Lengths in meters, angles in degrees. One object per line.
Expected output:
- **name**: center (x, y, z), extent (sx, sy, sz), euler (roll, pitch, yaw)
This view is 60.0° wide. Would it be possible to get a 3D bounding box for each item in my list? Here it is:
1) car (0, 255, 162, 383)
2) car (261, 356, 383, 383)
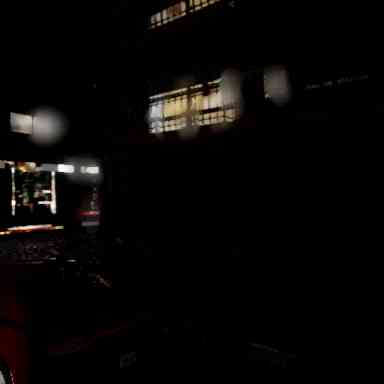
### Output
- **car**: center (-2.471, 1.576, 4.679), extent (4.507, 1.381, 1.887), euler (0, -1, 36)
- **car**: center (2.158, 1.559, 1.429), extent (4.313, 1.339, 1.947), euler (0, -1, 36)
